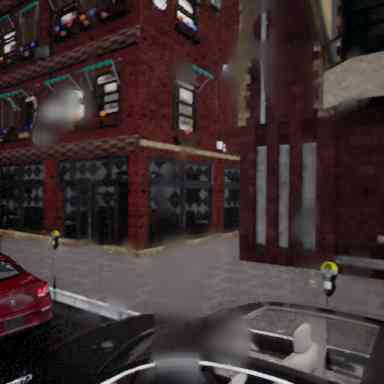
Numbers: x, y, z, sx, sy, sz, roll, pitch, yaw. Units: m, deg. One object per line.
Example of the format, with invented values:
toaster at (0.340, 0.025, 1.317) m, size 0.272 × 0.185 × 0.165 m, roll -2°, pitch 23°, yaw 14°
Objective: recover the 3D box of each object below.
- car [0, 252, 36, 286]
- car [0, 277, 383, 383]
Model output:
car at (-4.018, 1.583, 5.577) m, size 4.206 × 1.307 × 1.802 m, roll 0°, pitch 1°, yaw 36°
car at (0.499, 1.551, 2.354) m, size 4.403 × 1.369 × 2.008 m, roll 0°, pitch 1°, yaw 36°
